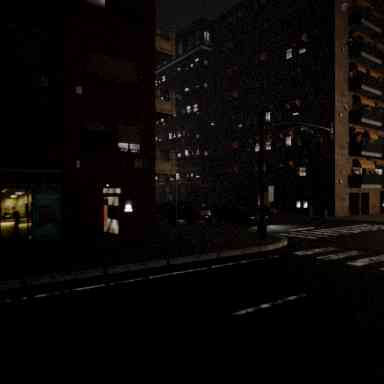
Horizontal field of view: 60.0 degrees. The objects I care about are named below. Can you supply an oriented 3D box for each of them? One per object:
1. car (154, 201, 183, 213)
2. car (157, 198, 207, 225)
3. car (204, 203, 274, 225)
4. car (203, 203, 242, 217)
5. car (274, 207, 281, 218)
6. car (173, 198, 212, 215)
[{"bbox_3d":[-3.280,2.025,45.615,2.008,1.369,4.403,-1,0,-36],"label":"car"},{"bbox_3d":[-0.390,1.586,27.061,2.192,1.841,5.009,-1,0,-36],"label":"car"},{"bbox_3d":[3.580,1.779,26.346,2.033,1.411,5.357,0,-1,-34],"label":"car"},{"bbox_3d":[3.310,1.899,36.639,1.947,1.339,4.313,-1,0,-36],"label":"car"},{"bbox_3d":[6.605,1.844,32.151,1.802,1.307,4.206,-1,0,-36],"label":"car"},{"bbox_3d":[0.010,1.718,41.128,2.192,1.841,5.009,-1,0,-36],"label":"car"}]
